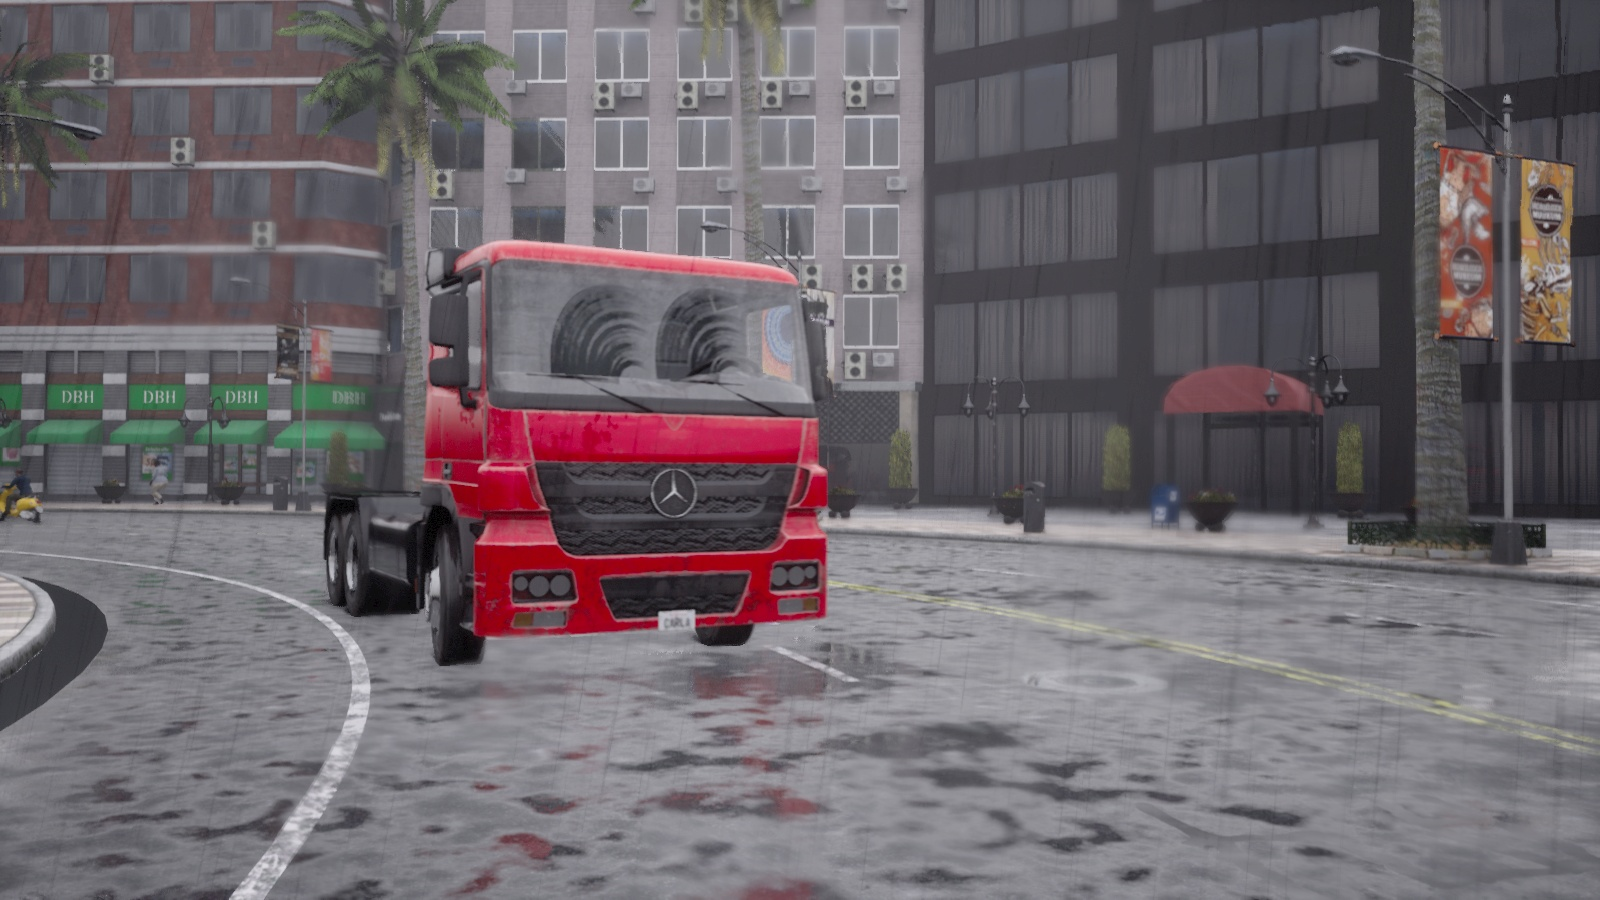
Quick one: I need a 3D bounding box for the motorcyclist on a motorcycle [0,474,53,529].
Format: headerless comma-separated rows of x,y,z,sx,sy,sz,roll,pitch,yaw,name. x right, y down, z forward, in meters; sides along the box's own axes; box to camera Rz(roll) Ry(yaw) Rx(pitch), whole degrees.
-23.313,1.530,37.375,1.817,1.590,0.866,-1,-1,17,motorcyclist on a motorcycle

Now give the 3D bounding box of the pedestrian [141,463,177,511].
-25.275,1.458,49.513,0.900,1.855,0.874,0,-1,14,pedestrian

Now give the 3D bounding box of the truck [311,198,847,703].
-2.834,0.074,12.778,2.891,3.462,7.936,0,-1,-29,truck
